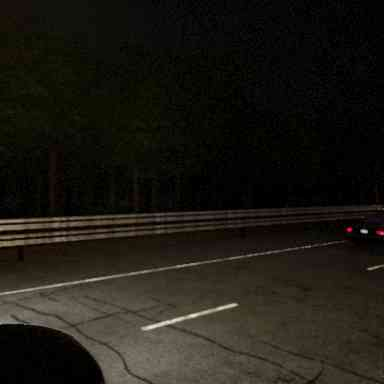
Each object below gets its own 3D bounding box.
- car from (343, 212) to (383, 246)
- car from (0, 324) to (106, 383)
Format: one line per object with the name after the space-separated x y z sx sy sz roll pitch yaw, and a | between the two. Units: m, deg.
8.670 1.581 14.272 5.357 1.411 2.033 0 0 -36 | car
-2.877 1.506 1.688 4.892 1.490 1.837 0 0 -36 | car
